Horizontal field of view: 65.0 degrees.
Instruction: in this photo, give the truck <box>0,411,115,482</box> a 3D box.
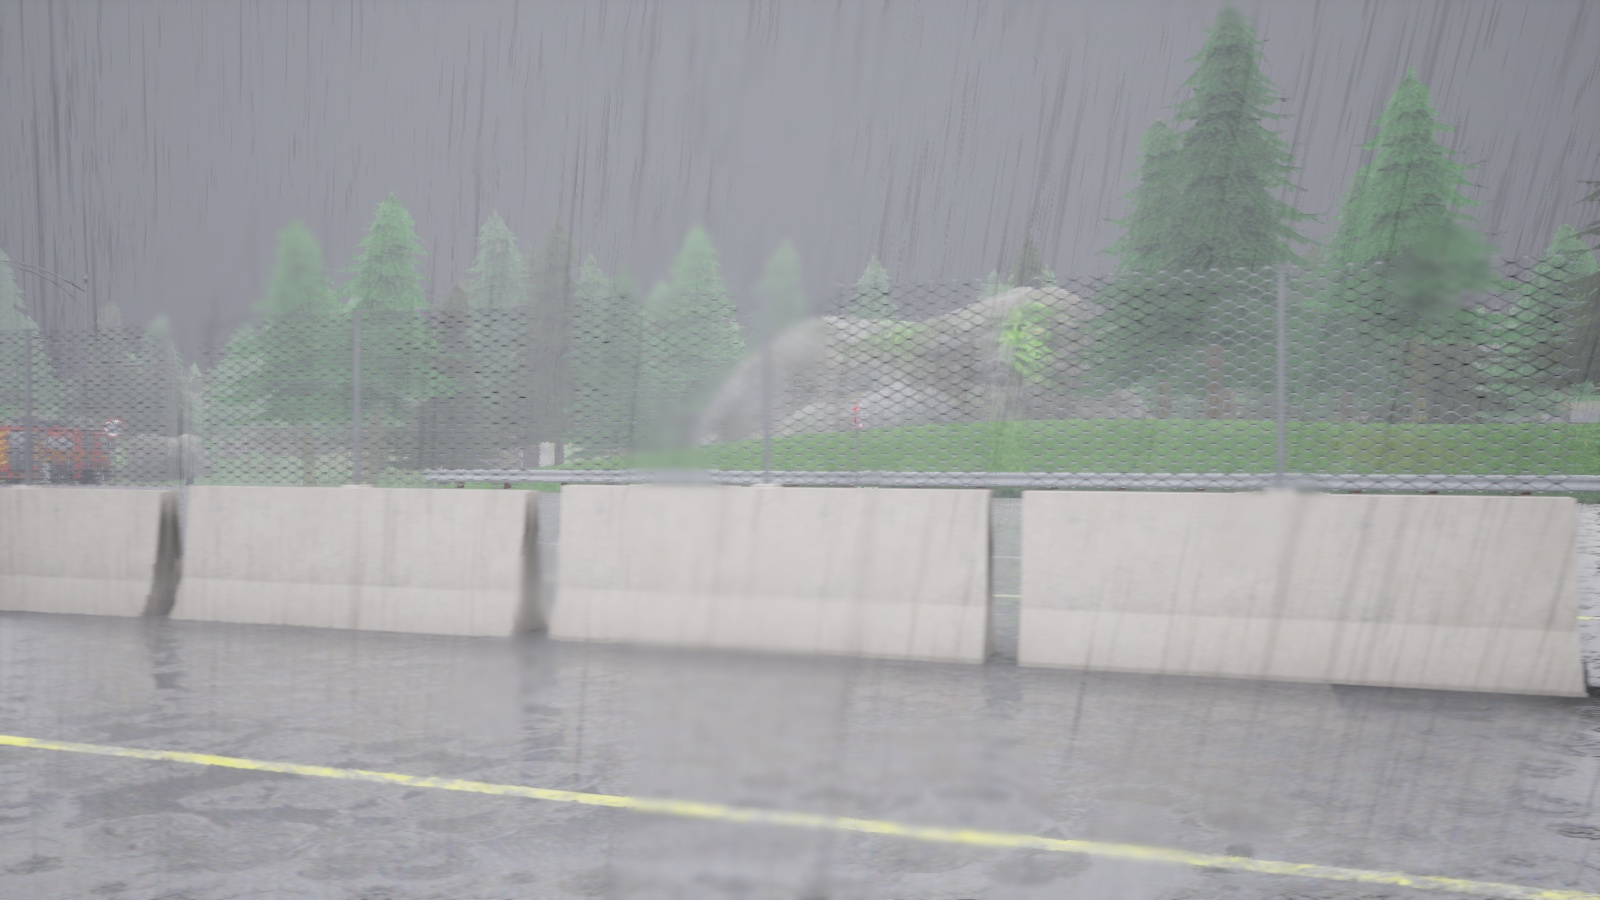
[{"bbox_3d":[-43.804,-0.103,74.050,2.891,3.827,8.468,0,-2,-6],"label":"truck"}]
